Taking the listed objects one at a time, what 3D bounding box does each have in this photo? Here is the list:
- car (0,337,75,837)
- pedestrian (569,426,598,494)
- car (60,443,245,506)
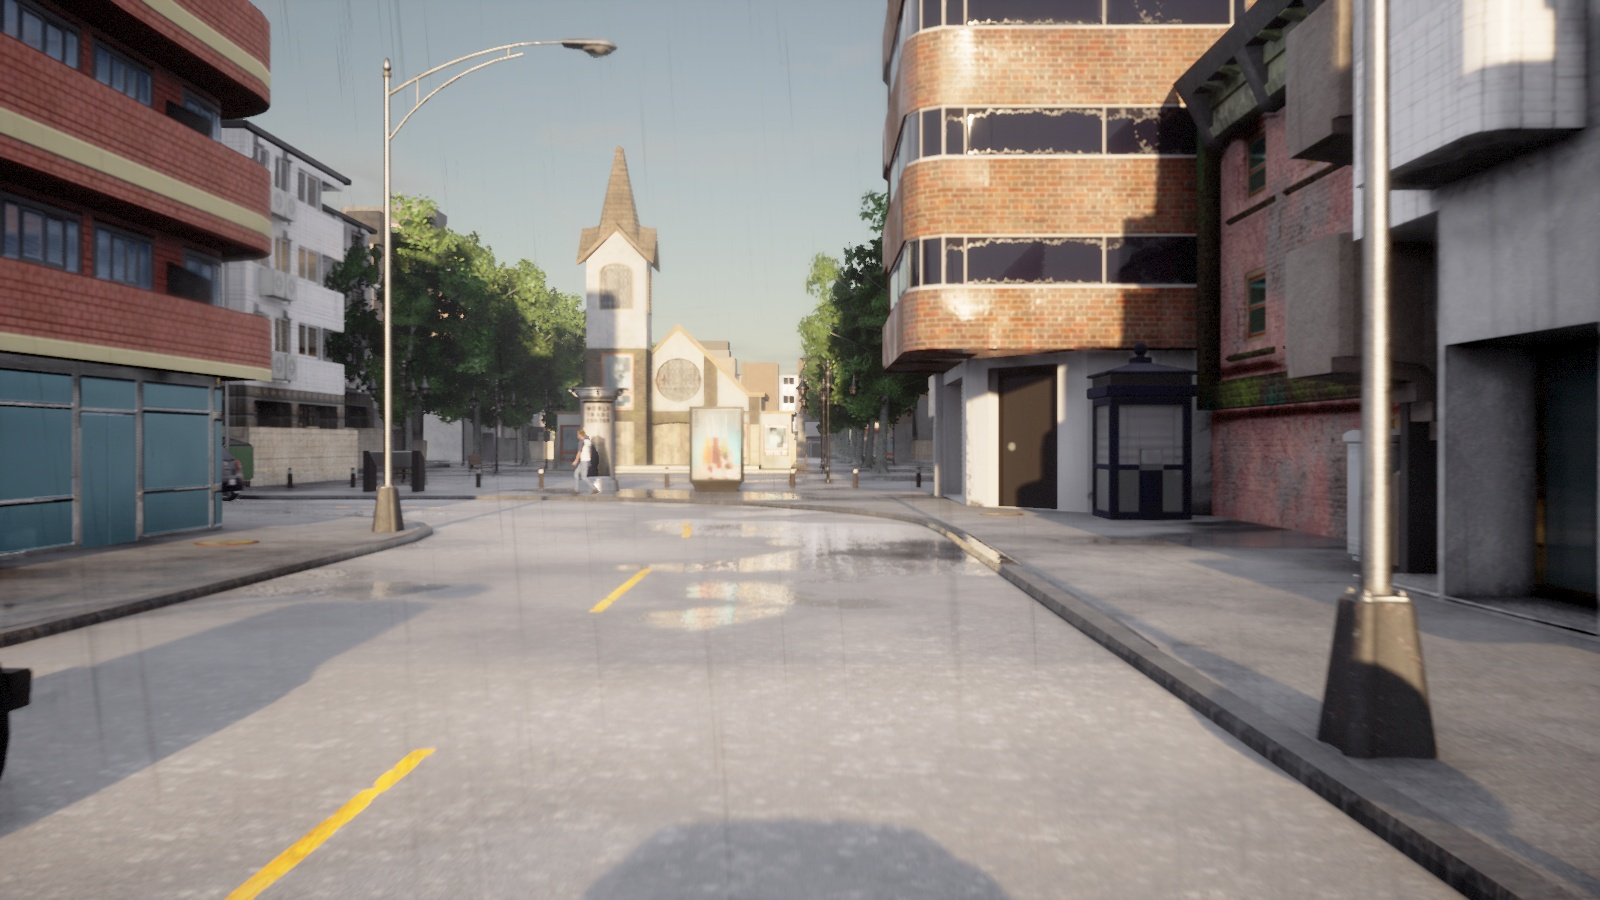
[{"bbox_3d":[-3.966,0.521,3.264,1.905,1.878,3.866,0,0,0],"label":"car"},{"bbox_3d":[-5.863,0.267,34.061,0.706,1.836,0.354,0,0,8],"label":"pedestrian"},{"bbox_3d":[-15.934,0.573,31.033,3.633,1.501,1.845,0,0,1],"label":"car"}]
